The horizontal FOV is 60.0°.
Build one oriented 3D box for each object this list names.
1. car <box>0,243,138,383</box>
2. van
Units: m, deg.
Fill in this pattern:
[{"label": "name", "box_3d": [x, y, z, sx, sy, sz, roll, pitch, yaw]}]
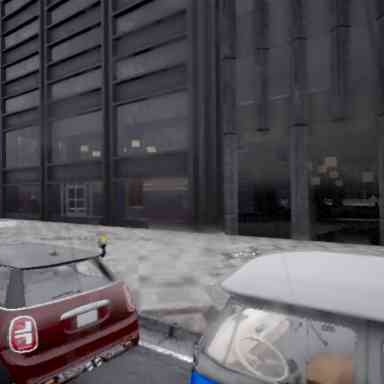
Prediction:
[{"label": "car", "box_3d": [-2.781, 1.490, 4.942, 4.097, 1.590, 1.967, -1, 0, 35]}, {"label": "van", "box_3d": [1.788, 1.335, 1.691, 3.998, 1.788, 1.690, -1, 0, 35]}]
